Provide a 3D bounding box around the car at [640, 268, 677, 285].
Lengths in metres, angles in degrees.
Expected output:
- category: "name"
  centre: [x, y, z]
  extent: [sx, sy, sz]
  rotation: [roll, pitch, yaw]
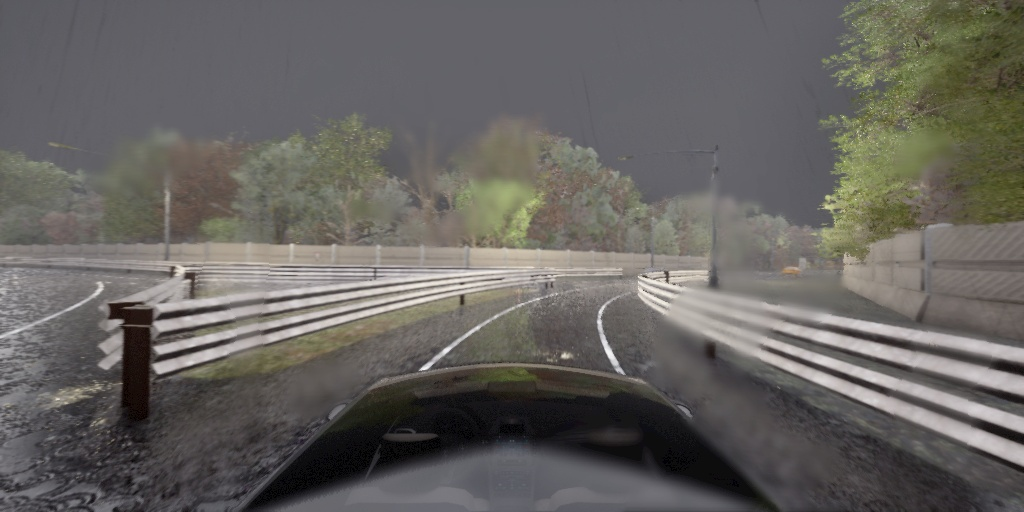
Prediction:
- category: "car"
  centre: [13.072, 1.796, 31.865]
  extent: [4.902, 1.511, 2.128]
  rotation: [2, -1, -44]
